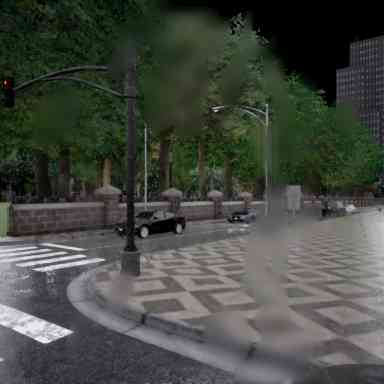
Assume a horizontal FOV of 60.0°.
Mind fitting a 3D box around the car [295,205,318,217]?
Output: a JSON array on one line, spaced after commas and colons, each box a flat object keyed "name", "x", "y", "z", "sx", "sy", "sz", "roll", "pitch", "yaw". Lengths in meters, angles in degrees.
[{"name": "car", "x": 15.521, "y": 2.529, "z": 45.101, "sx": 2.033, "sy": 1.411, "sz": 5.357, "roll": 0, "pitch": -1, "yaw": 36}]

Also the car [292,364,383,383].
[{"name": "car", "x": 2.390, "y": 1.551, "z": 1.252, "sx": 4.403, "sy": 1.369, "sz": 2.008, "roll": 0, "pitch": 0, "yaw": 36}]

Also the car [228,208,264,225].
[{"name": "car", "x": 4.943, "y": 2.160, "z": 30.310, "sx": 1.994, "sy": 1.385, "sz": 4.181, "roll": 0, "pitch": -1, "yaw": 36}]

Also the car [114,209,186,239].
[{"name": "car", "x": -2.390, "y": 1.813, "z": 19.982, "sx": 1.882, "sy": 1.535, "sz": 5.008, "roll": 0, "pitch": -1, "yaw": 36}]

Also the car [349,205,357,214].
[{"name": "car", "x": 25.294, "y": 2.771, "z": 53.468, "sx": 1.812, "sy": 1.442, "sz": 4.674, "roll": 0, "pitch": -1, "yaw": 35}]

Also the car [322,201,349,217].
[{"name": "car", "x": 19.155, "y": 2.239, "z": 44.813, "sx": 2.150, "sy": 2.045, "sz": 5.566, "roll": 0, "pitch": -1, "yaw": 35}]
